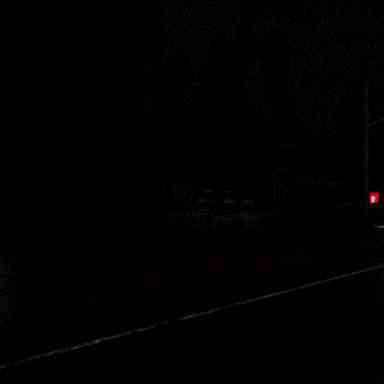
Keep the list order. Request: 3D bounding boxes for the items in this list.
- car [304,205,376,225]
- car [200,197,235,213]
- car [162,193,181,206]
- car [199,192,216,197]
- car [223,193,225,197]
[{"bbox_3d":[10.858,1.615,24.689,1.895,1.301,4.718,0,0,-38],"label":"car"},{"bbox_3d":[2.672,1.578,35.446,1.994,1.385,4.181,0,0,-37],"label":"car"},{"bbox_3d":[-3.647,1.366,50.080,2.097,1.767,4.553,0,0,-35],"label":"car"},{"bbox_3d":[4.957,1.109,92.288,1.932,1.855,4.605,0,0,-37],"label":"car"},{"bbox_3d":[7.046,1.089,94.350,1.905,1.878,3.866,0,0,-37],"label":"car"}]
